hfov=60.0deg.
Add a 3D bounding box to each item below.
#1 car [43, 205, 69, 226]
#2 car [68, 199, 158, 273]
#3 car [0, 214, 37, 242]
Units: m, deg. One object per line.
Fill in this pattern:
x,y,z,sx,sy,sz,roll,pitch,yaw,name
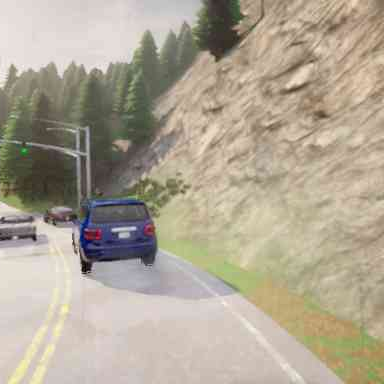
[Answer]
-10.217,1.778,25.841,1.812,1.442,4.674,-2,0,-35,car
-2.800,1.260,11.264,2.150,2.045,5.566,-2,0,-22,car
-9.124,1.838,17.408,1.895,1.301,4.718,-2,0,-26,car
